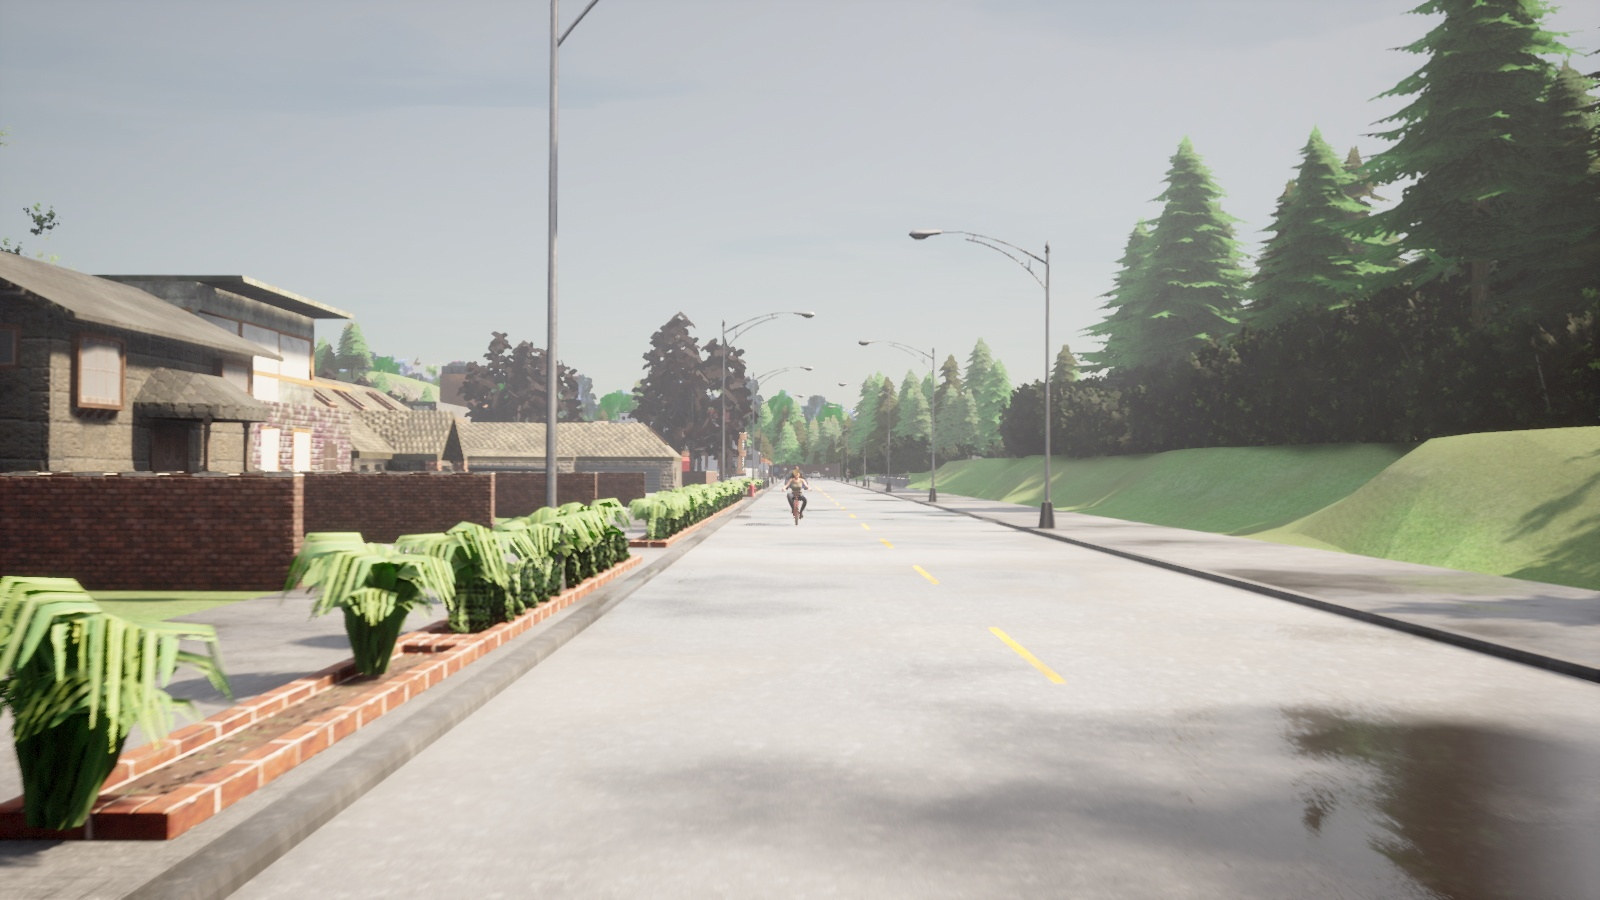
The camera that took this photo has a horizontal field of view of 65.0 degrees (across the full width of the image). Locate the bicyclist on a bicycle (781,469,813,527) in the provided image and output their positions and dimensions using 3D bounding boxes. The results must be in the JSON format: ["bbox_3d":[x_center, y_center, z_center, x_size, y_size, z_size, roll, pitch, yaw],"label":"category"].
[{"bbox_3d":[-0.085,1.347,35.605,0.866,1.612,1.509,0,-1,0],"label":"bicyclist on a bicycle"}]
